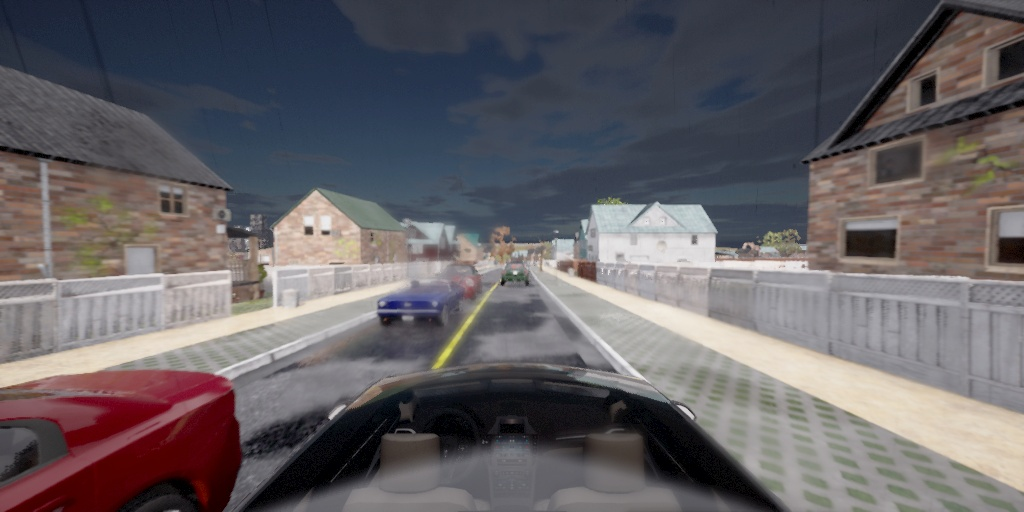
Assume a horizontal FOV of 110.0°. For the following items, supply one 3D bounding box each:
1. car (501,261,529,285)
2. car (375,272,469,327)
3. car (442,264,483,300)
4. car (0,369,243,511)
[{"bbox_3d":[0.274,1.245,27.802,2.097,1.767,4.553,0,0,2],"label":"car"},{"bbox_3d":[-2.799,1.395,11.913,1.895,1.301,4.718,0,0,1],"label":"car"},{"bbox_3d":[-2.659,1.209,18.020,2.097,1.767,4.553,0,0,1],"label":"car"},{"bbox_3d":[-2.835,1.222,0.423,1.882,1.535,5.008,0,0,0],"label":"car"}]
